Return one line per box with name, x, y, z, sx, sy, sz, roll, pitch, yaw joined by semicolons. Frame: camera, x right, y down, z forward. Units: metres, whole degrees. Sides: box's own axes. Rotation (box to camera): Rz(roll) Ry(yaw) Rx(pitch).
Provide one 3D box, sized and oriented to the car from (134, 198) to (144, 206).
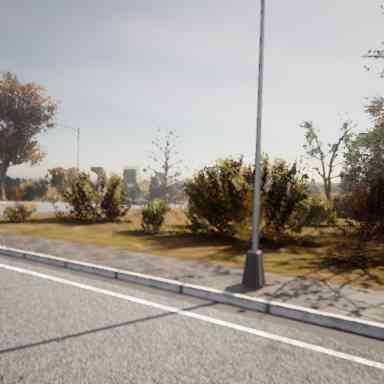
car;-9.900;1.908;62.497;2.033;1.411;5.357;2;-2;19
